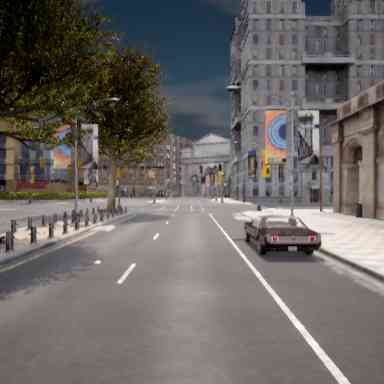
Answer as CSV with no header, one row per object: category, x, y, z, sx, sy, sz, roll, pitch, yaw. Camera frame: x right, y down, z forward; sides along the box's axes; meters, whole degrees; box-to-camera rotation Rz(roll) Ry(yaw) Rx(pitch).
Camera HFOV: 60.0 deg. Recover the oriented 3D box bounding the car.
car,3.249,1.552,12.948,1.895,1.301,4.718,0,0,0
